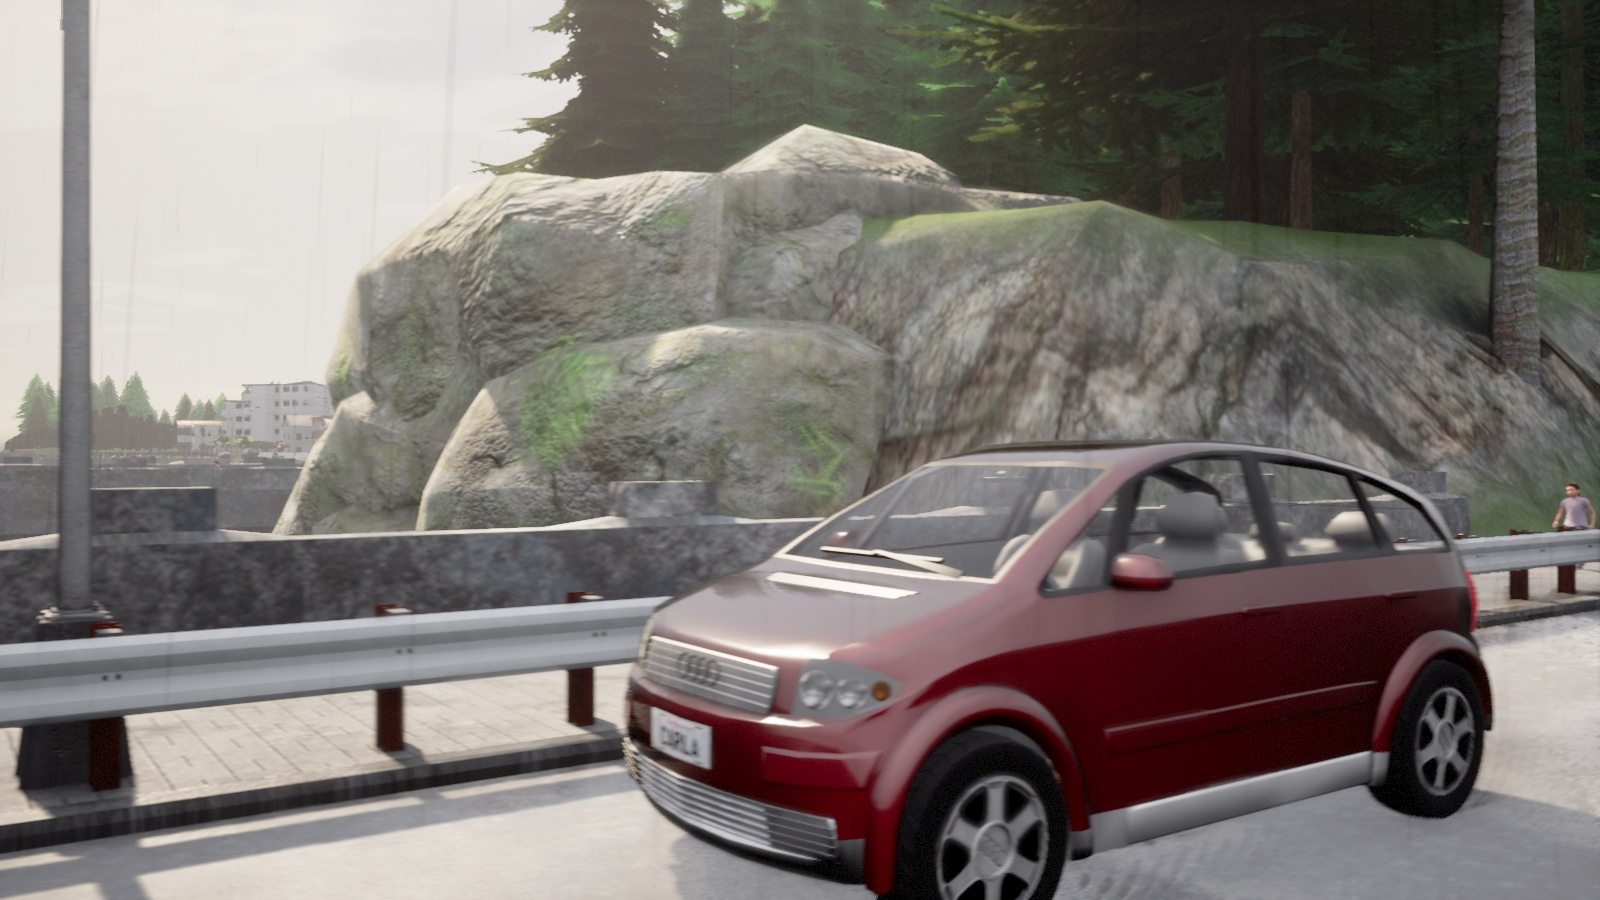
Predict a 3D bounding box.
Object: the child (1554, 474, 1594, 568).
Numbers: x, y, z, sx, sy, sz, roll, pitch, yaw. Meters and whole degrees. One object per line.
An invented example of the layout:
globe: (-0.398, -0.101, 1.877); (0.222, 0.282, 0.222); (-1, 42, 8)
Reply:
child: (9.320, 0.851, 15.123); (0.394, 1.110, 0.255); (0, 0, -30)

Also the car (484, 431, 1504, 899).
car: (0.883, 0.734, 4.882); (3.705, 1.549, 1.789); (0, 0, -35)
